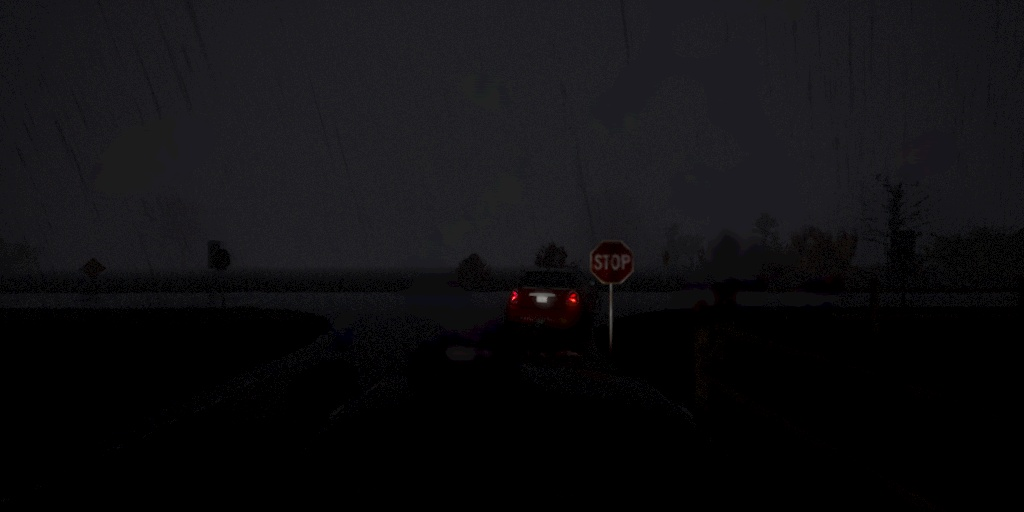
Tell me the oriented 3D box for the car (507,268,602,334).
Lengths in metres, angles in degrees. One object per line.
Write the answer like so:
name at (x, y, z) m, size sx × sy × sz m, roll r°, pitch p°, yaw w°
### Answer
car at (1.491, 1.153, 11.255) m, size 2.097 × 1.767 × 4.553 m, roll 0°, pitch 0°, yaw 19°

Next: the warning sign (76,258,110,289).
warning sign at (-25.387, 1.037, 21.708) m, size 1.060 × 1.860 × 1.300 m, roll 0°, pitch 0°, yaw 0°
